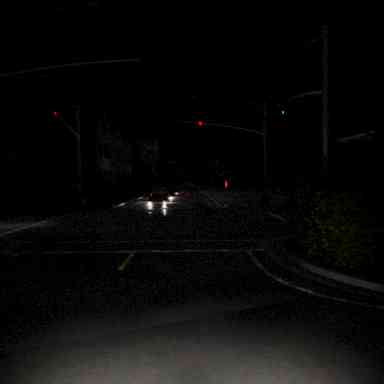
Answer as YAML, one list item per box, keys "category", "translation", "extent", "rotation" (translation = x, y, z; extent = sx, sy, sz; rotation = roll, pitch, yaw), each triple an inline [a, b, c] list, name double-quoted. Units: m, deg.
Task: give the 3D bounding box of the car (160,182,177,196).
- category: "car"
  translation: [-3.750, -0.476, 48.314]
  extent: [2.150, 2.045, 5.566]
  rotation: [-1, 2, -1]

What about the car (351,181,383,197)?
- category: "car"
  translation: [22.256, -0.468, 42.123]
  extent: [1.932, 1.855, 4.605]
  rotation: [-1, 2, 0]

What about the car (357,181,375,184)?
- category: "car"
  translation: [19.012, -0.181, 34.242]
  extent: [1.905, 1.878, 3.866]
  rotation: [-1, 2, 0]

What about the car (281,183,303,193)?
- category: "car"
  translation: [15.263, -0.538, 52.100]
  extent: [2.007, 1.523, 4.514]
  rotation: [-1, 2, 0]

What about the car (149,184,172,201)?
- category: "car"
  translation: [-3.720, 0.147, 37.792]
  extent: [1.882, 1.535, 5.008]
  rotation: [-1, 2, 0]

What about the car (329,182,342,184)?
- category: "car"
  translation: [25.301, -1.045, 59.514]
  extent: [2.152, 1.636, 5.027]
  rotation: [-1, 2, 0]

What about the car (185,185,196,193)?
- category: "car"
  translation: [-0.177, -0.567, 58.719]
  extent: [1.812, 1.442, 4.674]
  rotation: [-1, 2, 0]
